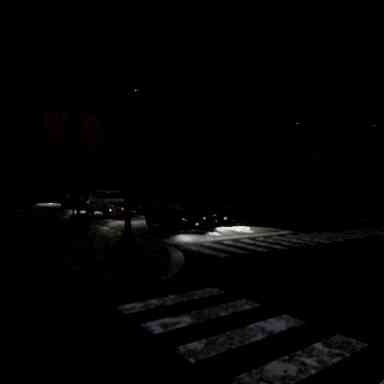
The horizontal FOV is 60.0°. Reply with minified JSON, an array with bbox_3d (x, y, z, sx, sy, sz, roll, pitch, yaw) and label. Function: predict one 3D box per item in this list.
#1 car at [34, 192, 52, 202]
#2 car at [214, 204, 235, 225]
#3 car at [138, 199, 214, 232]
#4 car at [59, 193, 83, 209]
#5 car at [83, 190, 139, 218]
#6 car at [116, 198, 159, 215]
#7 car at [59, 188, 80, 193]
[{"bbox_3d":[-21.632,0.736,48.222,2.128,1.511,4.902,1,0,-35],"label":"car"},{"bbox_3d":[0.887,1.402,21.904,1.994,1.385,4.181,1,1,-35],"label":"car"},{"bbox_3d":[-1.078,1.346,19.068,1.812,1.442,4.674,1,1,-35],"label":"car"},{"bbox_3d":[-12.471,1.074,35.138,1.895,1.301,4.718,1,1,-35],"label":"car"},{"bbox_3d":[-6.654,0.870,26.936,2.150,2.045,5.566,1,1,-35],"label":"car"},{"bbox_3d":[-5.042,1.256,30.264,1.895,1.301,4.718,1,1,-35],"label":"car"},{"bbox_3d":[-17.771,0.506,48.371,2.150,2.045,5.566,1,0,-35],"label":"car"}]
